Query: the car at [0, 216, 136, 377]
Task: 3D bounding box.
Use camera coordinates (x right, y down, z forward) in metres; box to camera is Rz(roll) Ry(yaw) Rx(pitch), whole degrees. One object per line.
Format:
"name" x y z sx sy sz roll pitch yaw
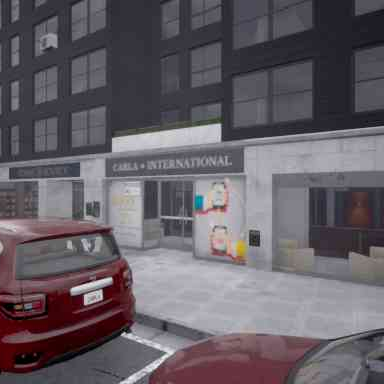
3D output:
"car" -3.099 1.314 5.281 5.009 1.841 2.192 0 0 35

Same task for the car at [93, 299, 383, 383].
"car" 1.513 1.582 1.999 4.206 1.307 1.802 0 0 35
